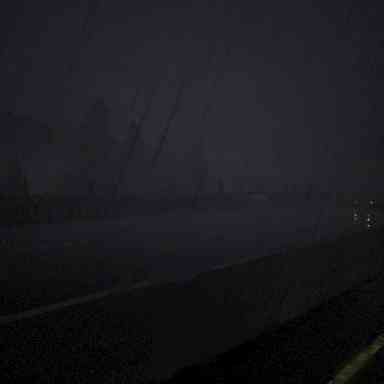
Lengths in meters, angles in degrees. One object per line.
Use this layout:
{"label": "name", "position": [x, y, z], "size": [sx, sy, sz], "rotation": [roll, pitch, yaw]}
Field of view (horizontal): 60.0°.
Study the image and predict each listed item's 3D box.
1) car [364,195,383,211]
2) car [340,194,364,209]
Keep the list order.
{"label": "car", "position": [18.939, 1.008, 32.344], "size": [5.008, 1.535, 1.882], "rotation": [-1, 2, -43]}
{"label": "car", "position": [17.861, 0.967, 36.138], "size": [4.674, 1.442, 1.812], "rotation": [0, 2, -43]}
